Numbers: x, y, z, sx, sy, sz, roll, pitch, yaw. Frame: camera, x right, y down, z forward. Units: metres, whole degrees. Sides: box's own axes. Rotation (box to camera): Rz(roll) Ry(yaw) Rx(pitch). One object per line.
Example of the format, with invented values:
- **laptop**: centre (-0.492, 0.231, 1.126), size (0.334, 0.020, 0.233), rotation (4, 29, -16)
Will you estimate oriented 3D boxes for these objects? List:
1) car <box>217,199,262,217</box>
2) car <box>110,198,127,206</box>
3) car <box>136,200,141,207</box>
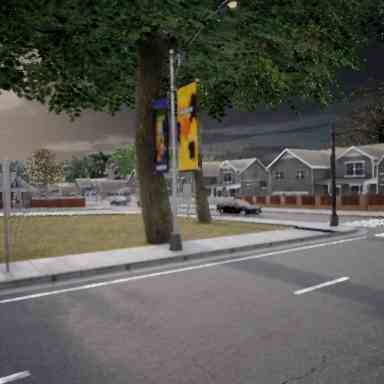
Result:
- **car**: centre (4.372, 1.464, 31.417), size (1.882, 1.535, 5.008), rotation (-2, 1, -35)
- **car**: centre (-13.715, 1.839, 62.102), size (1.812, 1.442, 4.674), rotation (-2, 0, -35)
- **car**: centre (-7.052, 1.525, 52.636), size (2.097, 1.767, 4.553), rotation (-2, 1, -35)
